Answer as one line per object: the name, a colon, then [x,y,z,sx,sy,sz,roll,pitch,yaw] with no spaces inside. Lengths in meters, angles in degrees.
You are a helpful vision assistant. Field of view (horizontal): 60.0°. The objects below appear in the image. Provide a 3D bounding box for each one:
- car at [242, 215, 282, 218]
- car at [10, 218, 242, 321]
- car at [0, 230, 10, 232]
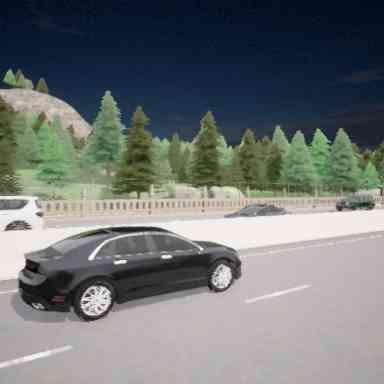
car: [3.837,1.510,19.539,4.892,1.490,1.837,0,0,-35]
car: [-1.045,1.497,7.290,4.892,1.490,1.837,0,0,-35]
car: [-9.416,1.177,14.470,5.566,2.045,2.150,1,0,-35]
